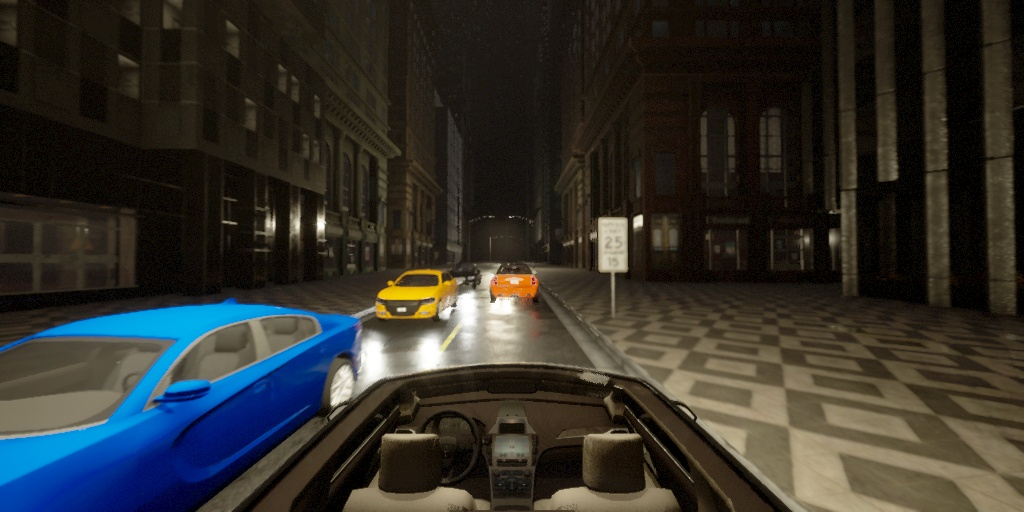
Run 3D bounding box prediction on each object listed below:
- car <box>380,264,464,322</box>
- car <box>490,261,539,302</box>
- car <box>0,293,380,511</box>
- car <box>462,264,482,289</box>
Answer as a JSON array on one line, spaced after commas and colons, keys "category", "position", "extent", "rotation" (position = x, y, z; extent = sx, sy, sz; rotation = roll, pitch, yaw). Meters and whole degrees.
[{"category": "car", "position": [-3.078, 1.228, 12.539], "extent": [1.882, 1.535, 5.008], "rotation": [0, 0, 0]}, {"category": "car", "position": [0.098, 1.105, 17.026], "extent": [2.097, 1.767, 4.553], "rotation": [0, 0, 0]}, {"category": "car", "position": [-3.090, 1.227, 3.085], "extent": [1.882, 1.535, 5.008], "rotation": [0, 0, 1]}, {"category": "car", "position": [-3.001, 1.249, 22.970], "extent": [2.128, 1.511, 4.902], "rotation": [0, 0, 0]}]
